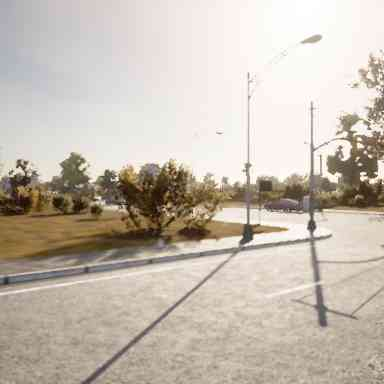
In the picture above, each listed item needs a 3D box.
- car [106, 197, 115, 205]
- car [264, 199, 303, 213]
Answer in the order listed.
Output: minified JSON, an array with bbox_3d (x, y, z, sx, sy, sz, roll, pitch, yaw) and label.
[{"bbox_3d":[-12.904,1.583,56.829,2.033,1.411,5.357,0,0,-38],"label":"car"},{"bbox_3d":[10.596,1.563,38.715,1.812,1.442,4.674,0,0,-39],"label":"car"}]
